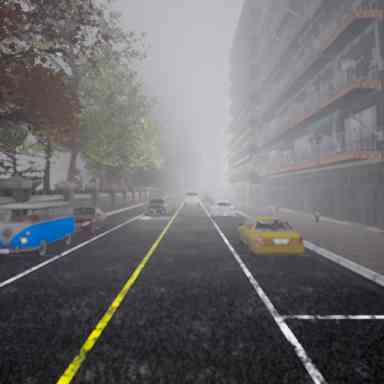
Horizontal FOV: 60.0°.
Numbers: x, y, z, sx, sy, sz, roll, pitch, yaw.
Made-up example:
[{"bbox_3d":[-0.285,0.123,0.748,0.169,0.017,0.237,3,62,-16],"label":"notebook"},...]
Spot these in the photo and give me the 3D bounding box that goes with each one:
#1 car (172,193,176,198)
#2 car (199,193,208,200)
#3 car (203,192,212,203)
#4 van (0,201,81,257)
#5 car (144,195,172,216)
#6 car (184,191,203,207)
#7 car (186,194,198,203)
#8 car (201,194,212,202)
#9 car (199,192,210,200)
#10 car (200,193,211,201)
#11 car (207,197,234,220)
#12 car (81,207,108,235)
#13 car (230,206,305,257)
[{"bbox_3d":[-5.656,1.093,79.745,2.008,1.369,4.403,0,0,0],"label":"car"},{"bbox_3d":[2.724,0.982,79.741,1.967,1.590,4.097,0,0,0],"label":"car"},{"bbox_3d":[2.715,1.202,57.221,1.887,1.381,4.507,0,0,0],"label":"car"},{"bbox_3d":[-5.685,1.262,12.180,1.690,1.788,3.998,0,0,0],"label":"van"},{"bbox_3d":[-3.085,1.318,29.805,1.837,1.490,4.892,0,0,0],"label":"car"},{"bbox_3d":[0.035,0.940,45.407,2.150,2.045,5.566,0,0,0],"label":"car"},{"bbox_3d":[0.027,1.189,60.342,2.033,1.411,5.357,0,0,0],"label":"car"},{"bbox_3d":[2.717,1.172,62.852,1.887,1.381,4.507,0,0,0],"label":"car"},{"bbox_3d":[2.721,0.886,74.109,2.192,1.841,5.009,0,0,0],"label":"car"},{"bbox_3d":[2.720,1.039,68.480,1.967,1.590,4.097,0,0,0],"label":"car"},{"bbox_3d":[2.364,1.362,25.831,1.812,1.442,4.674,0,0,0],"label":"car"},{"bbox_3d":[-5.683,1.468,17.812,1.802,1.307,4.206,0,0,0],"label":"car"},{"bbox_3d":[2.696,1.444,12.349,1.752,1.417,4.829,0,0,0],"label":"car"}]
